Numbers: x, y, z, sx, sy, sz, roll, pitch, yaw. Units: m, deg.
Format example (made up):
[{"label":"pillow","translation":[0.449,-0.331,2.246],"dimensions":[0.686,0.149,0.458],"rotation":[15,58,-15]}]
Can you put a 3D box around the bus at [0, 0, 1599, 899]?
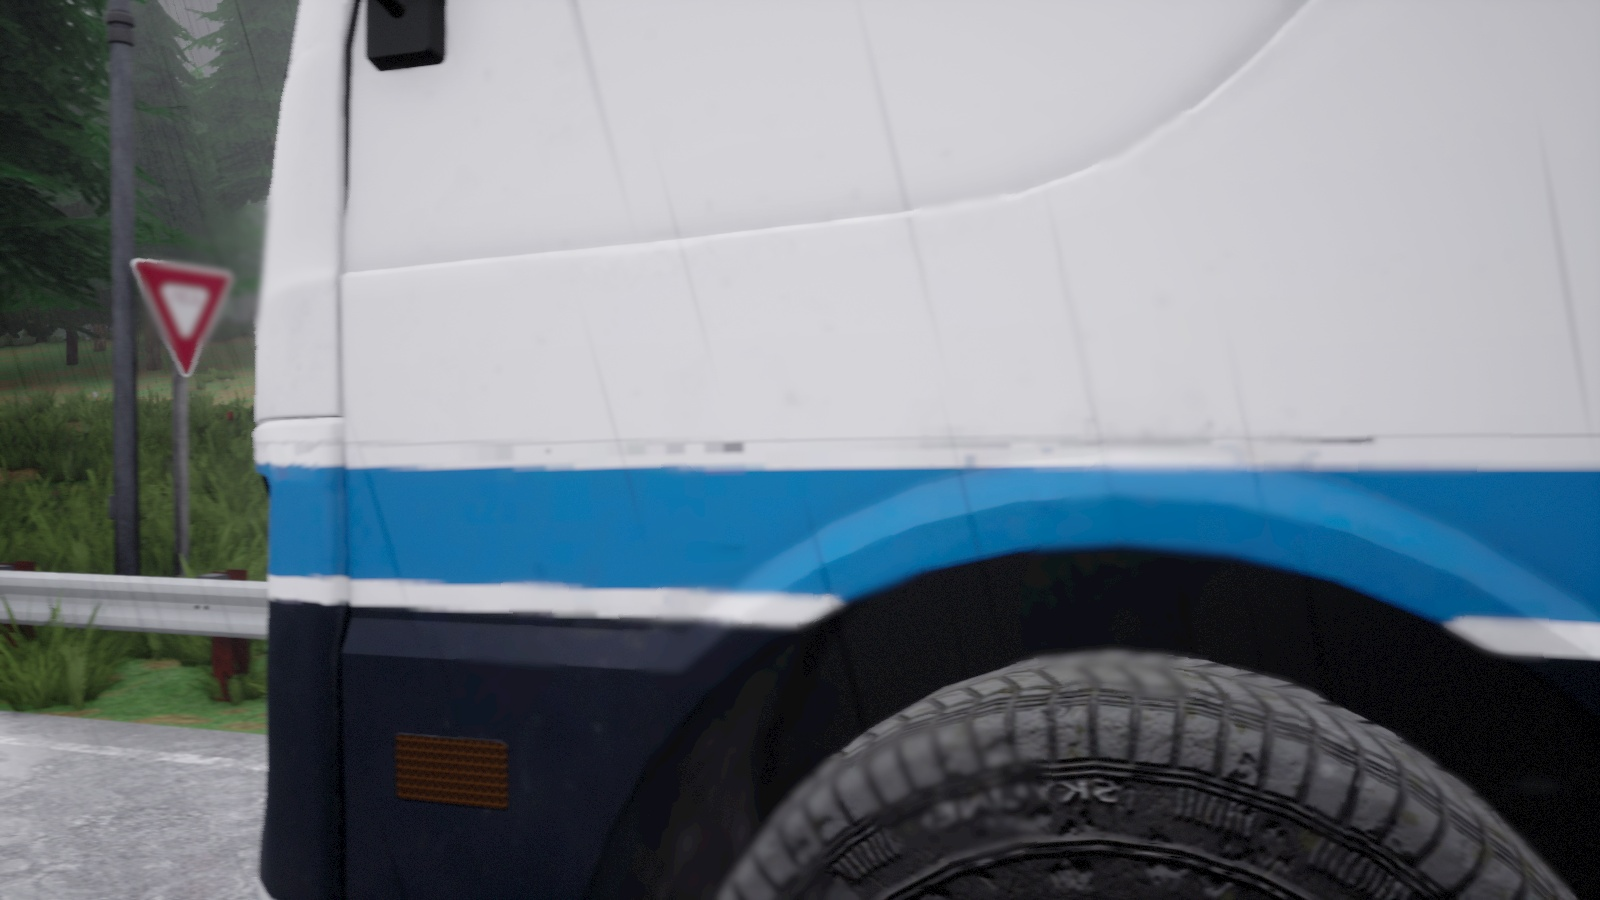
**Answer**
[{"label":"bus","translation":[3.650,-0.568,1.945],"dimensions":[10.273,4.253,3.944],"rotation":[0,1,19]}]
